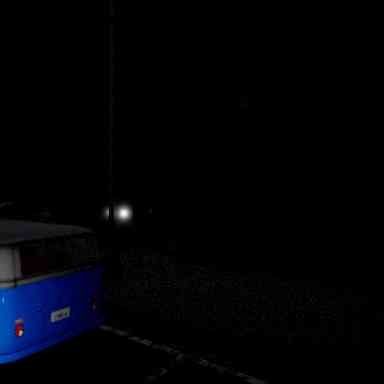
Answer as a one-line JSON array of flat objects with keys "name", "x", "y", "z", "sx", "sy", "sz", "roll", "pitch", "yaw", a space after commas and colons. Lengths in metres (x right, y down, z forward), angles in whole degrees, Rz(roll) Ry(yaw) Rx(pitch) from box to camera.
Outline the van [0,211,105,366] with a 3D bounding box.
[{"name": "van", "x": -3.196, "y": 1.341, "z": 5.357, "sx": 3.998, "sy": 1.788, "sz": 1.690, "roll": 0, "pitch": 0, "yaw": 36}]

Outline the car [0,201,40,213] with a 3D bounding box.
[{"name": "car", "x": -15.406, "y": 1.517, "z": 28.504, "sx": 1.812, "sy": 1.442, "sz": 4.674, "roll": 0, "pitch": 0, "yaw": 33}]
